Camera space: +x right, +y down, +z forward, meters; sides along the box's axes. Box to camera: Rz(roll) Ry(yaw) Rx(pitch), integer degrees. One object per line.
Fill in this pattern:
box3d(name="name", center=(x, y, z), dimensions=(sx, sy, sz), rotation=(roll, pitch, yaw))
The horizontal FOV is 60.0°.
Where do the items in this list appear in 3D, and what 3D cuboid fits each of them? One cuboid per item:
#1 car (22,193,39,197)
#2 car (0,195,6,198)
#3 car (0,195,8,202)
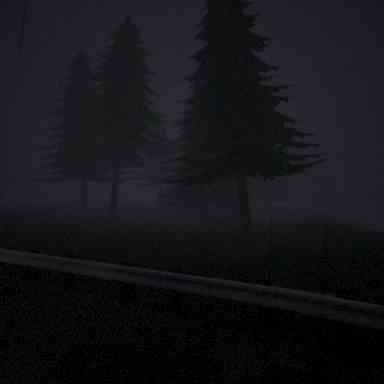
box3d(name="car", center=(-39.016, 1.221, 80.391), dimensions=(2.150, 2.045, 5.566), rotation=(0, 0, -2))
box3d(name="car", center=(-39.608, 1.478, 65.728), dimensions=(1.882, 1.535, 5.008), rotation=(0, 0, 9))
box3d(name="car", center=(-45.918, 1.525, 78.828), dimensions=(2.128, 1.511, 4.902), rotation=(0, 0, -2))
